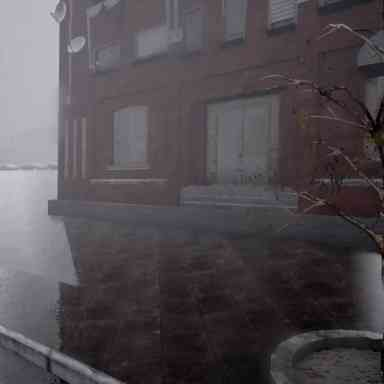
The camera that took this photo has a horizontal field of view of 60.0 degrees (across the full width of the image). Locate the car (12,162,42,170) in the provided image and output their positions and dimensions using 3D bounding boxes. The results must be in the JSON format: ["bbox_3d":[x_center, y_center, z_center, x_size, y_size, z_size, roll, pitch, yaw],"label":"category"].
[{"bbox_3d":[-21.808,-3.369,45.863,4.892,1.521,2.231,1,1,27],"label":"car"}]

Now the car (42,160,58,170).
[{"bbox_3d":[-16.726,-3.372,43.423,4.553,1.767,2.185,1,1,26],"label":"car"}]

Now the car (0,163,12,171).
[{"bbox_3d":[-26.641,-3.431,48.319,4.674,1.452,2.002,1,1,28],"label":"car"}]
